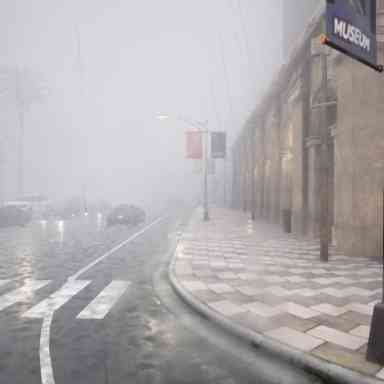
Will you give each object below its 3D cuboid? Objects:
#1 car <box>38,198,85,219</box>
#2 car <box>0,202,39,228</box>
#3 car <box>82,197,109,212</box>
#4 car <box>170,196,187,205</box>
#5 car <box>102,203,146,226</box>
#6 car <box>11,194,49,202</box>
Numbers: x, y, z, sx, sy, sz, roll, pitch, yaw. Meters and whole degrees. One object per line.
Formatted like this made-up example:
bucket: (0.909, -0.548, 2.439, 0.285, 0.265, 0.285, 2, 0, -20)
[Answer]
car: (-11.409, 1.526, 29.468, 1.812, 1.442, 4.674, 0, 0, 2)
car: (-11.705, 1.547, 20.044, 2.033, 1.411, 5.357, 0, 0, 1)
car: (-11.033, 1.526, 39.350, 1.812, 1.442, 4.674, 0, 0, 2)
car: (-2.374, 1.504, 58.918, 2.128, 1.511, 4.902, -1, 0, 17)
car: (-4.511, 1.573, 23.210, 1.994, 1.385, 4.181, 0, 0, 2)
car: (-14.885, 1.221, 30.332, 2.150, 2.045, 5.566, 0, 0, 2)
